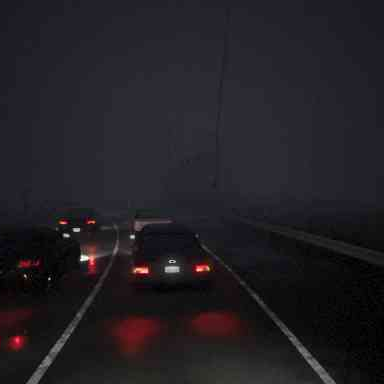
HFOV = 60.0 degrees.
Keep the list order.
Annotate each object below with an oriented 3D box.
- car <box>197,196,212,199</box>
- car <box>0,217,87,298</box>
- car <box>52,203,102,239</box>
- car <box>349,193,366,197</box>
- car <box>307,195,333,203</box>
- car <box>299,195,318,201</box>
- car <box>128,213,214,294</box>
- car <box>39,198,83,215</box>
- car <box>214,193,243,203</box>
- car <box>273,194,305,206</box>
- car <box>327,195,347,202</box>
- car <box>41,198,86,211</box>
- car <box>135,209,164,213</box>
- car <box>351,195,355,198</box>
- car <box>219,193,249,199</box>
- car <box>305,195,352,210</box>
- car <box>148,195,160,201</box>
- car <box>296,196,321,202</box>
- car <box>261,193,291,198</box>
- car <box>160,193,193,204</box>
[{"bbox_3d":[2.268,1.553,70.362,4.181,1.385,1.994,0,0,-20],"label":"car"},{"bbox_3d":[-4.208,1.564,8.494,1.994,1.385,4.181,0,0,-6],"label":"car"},{"bbox_3d":[-5.685,1.526,17.104,1.812,1.442,4.674,0,0,-13],"label":"car"},{"bbox_3d":[35.695,1.225,72.841,5.566,2.045,2.150,0,0,-30],"label":"car"},{"bbox_3d":[26.155,1.478,67.913,5.008,1.535,1.882,0,0,-22],"label":"car"},{"bbox_3d":[28.116,1.552,80.555,4.181,1.385,1.994,0,0,-26],"label":"car"},{"bbox_3d":[-0.693,1.547,8.936,2.033,1.411,5.357,0,0,-7],"label":"car"},{"bbox_3d":[-11.705,1.532,31.741,4.674,1.442,1.812,0,0,-20],"label":"car"},{"bbox_3d":[7.523,1.221,68.544,5.566,2.045,2.150,0,0,-20],"label":"car"},{"bbox_3d":[15.978,1.506,52.872,4.892,1.490,1.837,0,0,-20],"label":"car"},{"bbox_3d":[35.197,1.525,80.882,4.902,1.511,2.128,0,0,-34],"label":"car"},{"bbox_3d":[-15.914,1.483,41.385,5.008,1.535,1.882,0,0,-20],"label":"car"},{"bbox_3d":[-2.371,1.601,18.437,1.895,1.301,4.718,0,0,-12],"label":"car"},{"bbox_3d":[20.119,1.525,46.923,4.674,1.442,1.812,0,0,-20],"label":"car"},{"bbox_3d":[7.087,1.221,61.026,5.566,2.045,2.150,0,0,-19],"label":"car"},{"bbox_3d":[17.301,1.477,42.188,5.008,1.535,1.882,0,0,-20],"label":"car"},{"bbox_3d":[-6.911,1.352,67.119,4.553,1.767,2.097,0,0,-20],"label":"car"},{"bbox_3d":[26.534,1.540,75.770,5.357,1.411,2.033,0,0,-22],"label":"car"},{"bbox_3d":[16.849,1.221,64.503,5.566,2.045,2.150,0,0,-19],"label":"car"},{"bbox_3d":[-2.674,1.352,57.525,4.553,1.767,2.097,0,0,-20],"label":"car"}]
